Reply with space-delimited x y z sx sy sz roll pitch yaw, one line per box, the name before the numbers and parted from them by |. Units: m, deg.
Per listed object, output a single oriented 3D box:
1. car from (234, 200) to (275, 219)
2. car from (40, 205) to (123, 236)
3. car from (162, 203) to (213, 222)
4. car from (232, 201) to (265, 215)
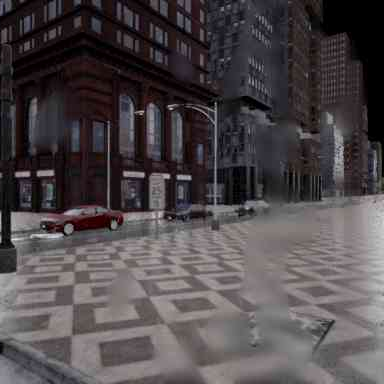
car | 6.213 1.516 31.580 2.097 1.767 4.553 0 0 35
car | -6.307 1.546 19.479 1.882 1.535 5.008 0 0 36
car | -0.205 1.664 28.071 2.033 1.411 5.357 0 0 35
car | 6.432 1.733 37.386 1.994 1.385 4.181 0 0 35
